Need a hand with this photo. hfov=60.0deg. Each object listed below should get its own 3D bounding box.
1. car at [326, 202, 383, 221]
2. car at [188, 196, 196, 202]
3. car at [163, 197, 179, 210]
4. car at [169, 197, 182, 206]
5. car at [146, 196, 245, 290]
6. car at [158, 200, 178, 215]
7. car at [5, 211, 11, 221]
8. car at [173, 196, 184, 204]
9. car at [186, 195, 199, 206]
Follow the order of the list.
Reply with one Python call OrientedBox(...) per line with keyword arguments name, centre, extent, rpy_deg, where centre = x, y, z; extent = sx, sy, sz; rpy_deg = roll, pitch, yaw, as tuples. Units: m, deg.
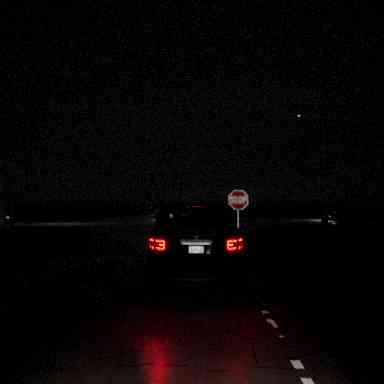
OrientedBox(name="car", centre=(13.644, 1.539, 26.605), extent=(5.357, 1.411, 2.033), rpy_deg=(0, -1, -1))
OrientedBox(name="car", centre=(-0.071, 1.608, 81.142), extent=(1.994, 1.385, 4.181), rpy_deg=(0, 0, 0))
OrientedBox(name="car", centre=(-2.876, 1.509, 45.710), extent=(1.882, 1.535, 5.008), rpy_deg=(0, 0, 0))
OrientedBox(name="car", centre=(-2.830, 1.592, 58.662), extent=(2.033, 1.411, 5.357), rpy_deg=(0, 0, 1))
OrientedBox(name="car", centre=(0.091, 1.225, 9.217), extent=(2.150, 2.045, 5.566), rpy_deg=(0, 0, 0))
OrientedBox(name="car", centre=(-2.585, 1.585, 35.404), extent=(1.994, 1.385, 4.181), rpy_deg=(0, 0, -5))
OrientedBox(name="car", centre=(-15.510, 1.564, 23.551), extent=(4.902, 1.511, 2.128), rpy_deg=(0, -1, -2))
OrientedBox(name="car", centre=(-2.811, 1.599, 69.153), extent=(2.033, 1.411, 5.357), rpy_deg=(0, 0, 0))
OrientedBox(name="car", centre=(0.045, 1.394, 56.475), extent=(2.097, 1.767, 4.553), rpy_deg=(0, 0, 0))
